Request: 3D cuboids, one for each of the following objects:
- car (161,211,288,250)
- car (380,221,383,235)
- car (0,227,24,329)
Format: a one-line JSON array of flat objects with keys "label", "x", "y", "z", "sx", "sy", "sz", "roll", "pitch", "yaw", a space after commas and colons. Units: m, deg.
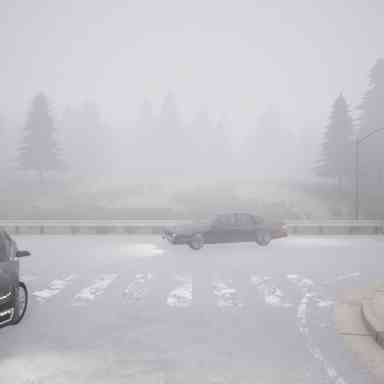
[{"label": "car", "x": 1.457, "y": 1.546, "z": 14.238, "sx": 5.357, "sy": 1.411, "sz": 2.033, "roll": 0, "pitch": 0, "yaw": -20}, {"label": "car", "x": 11.236, "y": 1.490, "z": 15.118, "sx": 4.902, "sy": 1.511, "sz": 2.128, "roll": 0, "pitch": 0, "yaw": 0}, {"label": "car", "x": -4.458, "y": 1.504, "z": 6.596, "sx": 1.837, "sy": 1.490, "sz": 4.892, "roll": 0, "pitch": 0, "yaw": -28}]
